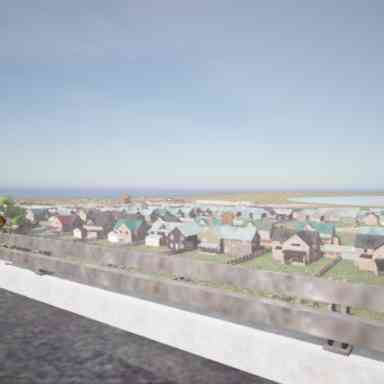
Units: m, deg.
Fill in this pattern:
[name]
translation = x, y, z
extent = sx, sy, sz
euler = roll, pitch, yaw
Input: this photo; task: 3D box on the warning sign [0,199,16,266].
[warning sign]
translation = -5.886, 1.131, 9.370
extent = 1.060, 1.860, 1.300
euler = 1, 0, 36
